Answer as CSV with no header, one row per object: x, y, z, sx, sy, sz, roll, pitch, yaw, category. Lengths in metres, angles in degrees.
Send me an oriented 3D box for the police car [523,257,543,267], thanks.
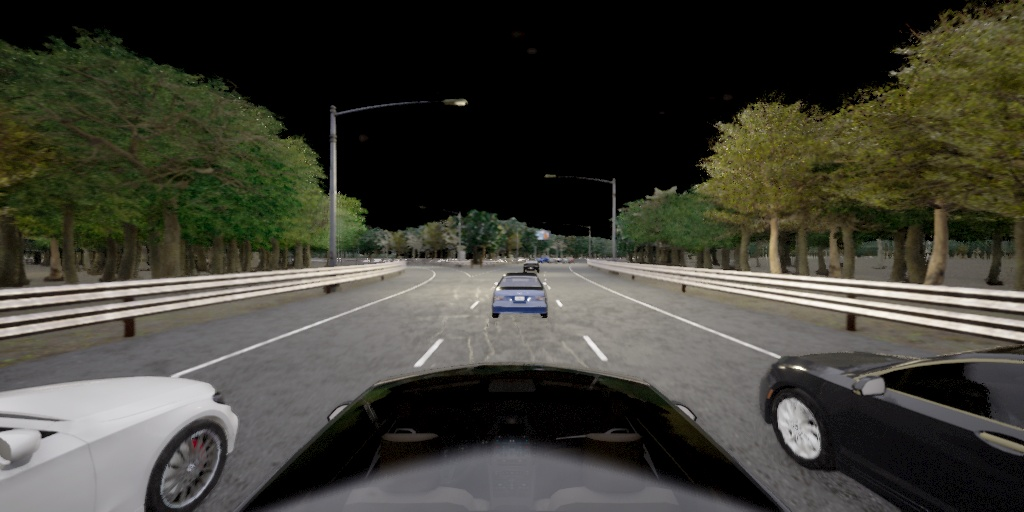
2.458,1.182,44.136,1.930,1.638,5.238,0,0,6,police car

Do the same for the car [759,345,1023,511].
3.631,1.259,1.953,1.837,1.490,4.892,0,0,0,car

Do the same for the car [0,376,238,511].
-3.370,1.272,1.246,1.812,1.442,4.674,0,0,0,car

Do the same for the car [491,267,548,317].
0.299,1.298,13.068,2.033,1.411,5.357,0,0,2,car
